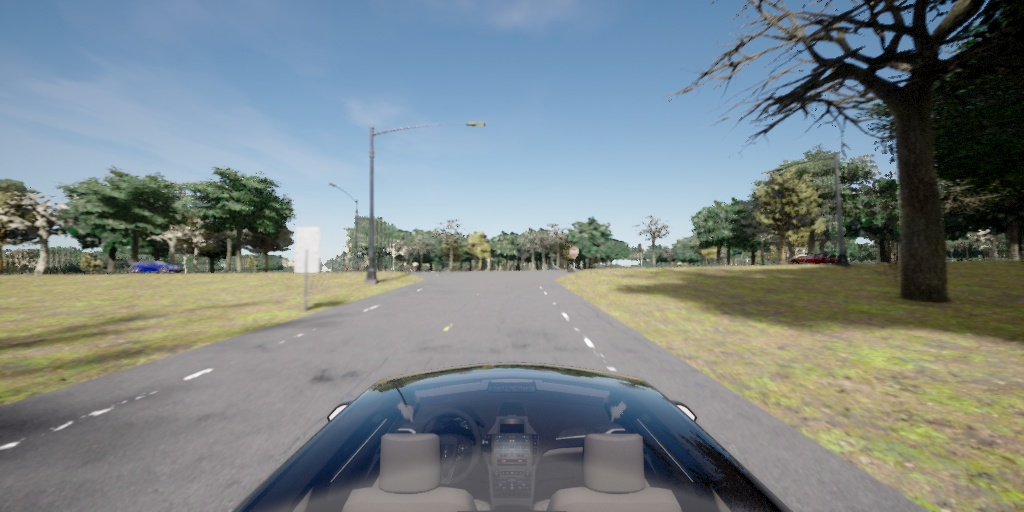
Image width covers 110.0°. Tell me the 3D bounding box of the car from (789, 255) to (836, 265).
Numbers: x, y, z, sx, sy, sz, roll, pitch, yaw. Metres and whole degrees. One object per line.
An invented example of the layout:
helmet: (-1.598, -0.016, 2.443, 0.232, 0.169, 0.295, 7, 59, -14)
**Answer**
car: (37.643, 0.526, 45.054, 4.718, 1.301, 1.895, -1, -3, -1)

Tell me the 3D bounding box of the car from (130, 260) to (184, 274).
car: (-37.197, 1.191, 37.572, 4.674, 1.442, 1.812, -1, -3, 1)
